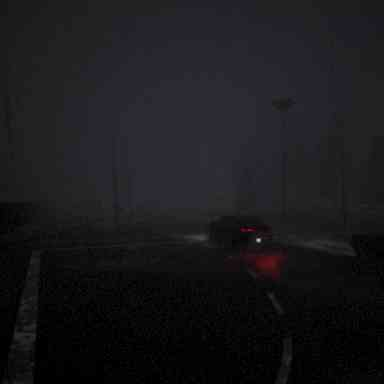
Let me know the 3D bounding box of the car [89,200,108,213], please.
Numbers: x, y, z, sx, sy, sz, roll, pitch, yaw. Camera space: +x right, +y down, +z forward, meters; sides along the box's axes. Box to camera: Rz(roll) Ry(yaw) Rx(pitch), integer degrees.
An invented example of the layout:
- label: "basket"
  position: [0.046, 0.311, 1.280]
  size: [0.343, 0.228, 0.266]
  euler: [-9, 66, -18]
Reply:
- label: "car"
  position: [-16.585, 2.561, 58.505]
  size: [2.150, 2.045, 5.566]
  euler: [0, -1, -20]

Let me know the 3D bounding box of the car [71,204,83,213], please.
- label: "car"
  position: [-20.101, 2.832, 58.221]
  size: [1.882, 1.535, 5.008]
  euler: [0, -1, -20]

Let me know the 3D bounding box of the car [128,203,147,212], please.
- label: "car"
  position: [-10.206, 2.932, 61.624]
  size: [1.994, 1.385, 4.181]
  euler: [0, -1, -20]

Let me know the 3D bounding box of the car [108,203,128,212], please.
- label: "car"
  position: [-13.641, 2.725, 60.892]
  size: [2.097, 1.767, 4.553]
  euler: [0, -1, -20]

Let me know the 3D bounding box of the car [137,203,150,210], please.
- label: "car"
  position: [-10.598, 3.129, 72.706]
  size: [1.812, 1.442, 4.674]
  euler: [0, -1, -20]

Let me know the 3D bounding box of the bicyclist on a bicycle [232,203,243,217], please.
- label: "bicyclist on a bicycle"
  position: [5.503, 2.128, 40.395]
  size: [0.582, 1.620, 1.656]
  euler: [-1, -1, 36]

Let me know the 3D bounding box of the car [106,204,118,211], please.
- label: "car"
  position: [-16.751, 3.161, 69.150]
  size: [1.895, 1.301, 4.718]
  euler: [0, -1, -20]

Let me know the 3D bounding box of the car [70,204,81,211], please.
- label: "car"
  position: [-23.560, 3.109, 67.398]
  size: [2.033, 1.411, 5.357]
  euler: [0, -1, -20]

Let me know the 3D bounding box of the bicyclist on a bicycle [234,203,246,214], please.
- label: "bicyclist on a bicycle"
  position: [5.240, 2.177, 35.391]
  size: [1.656, 1.620, 0.582]
  euler: [0, -1, -8]

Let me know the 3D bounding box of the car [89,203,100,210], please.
- label: "car"
  position: [-19.875, 2.977, 67.502]
  size: [1.895, 1.301, 4.718]
  euler: [0, -1, -20]

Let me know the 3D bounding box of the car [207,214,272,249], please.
- label: "car"
  position: [2.198, 1.847, 16.516]
  size: [1.837, 1.490, 4.892]
  euler: [0, -1, -16]

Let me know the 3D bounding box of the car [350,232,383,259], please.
- label: "car"
  position: [7.536, 1.796, 11.037]
  size: [1.895, 1.301, 4.718]
  euler: [0, -1, -13]

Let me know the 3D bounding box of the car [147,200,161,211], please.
- label: "car"
  position: [-7.506, 2.630, 64.279]
  size: [2.150, 2.045, 5.566]
  euler: [0, -1, -20]
